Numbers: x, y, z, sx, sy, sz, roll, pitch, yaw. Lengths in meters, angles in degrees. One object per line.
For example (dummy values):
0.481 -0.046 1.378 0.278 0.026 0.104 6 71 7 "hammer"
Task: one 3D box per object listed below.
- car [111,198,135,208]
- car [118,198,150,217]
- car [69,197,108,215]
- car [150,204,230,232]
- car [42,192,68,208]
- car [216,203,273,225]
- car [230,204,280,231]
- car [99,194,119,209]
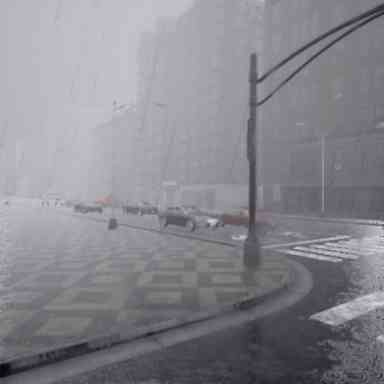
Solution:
-10.772 1.675 51.642 1.837 1.490 4.892 1 -1 -35 "car"
-5.034 1.541 32.344 1.882 1.535 5.008 1 0 -36 "car"
-10.967 1.519 35.024 1.882 1.535 5.008 1 0 -36 "car"
-0.275 1.493 20.184 2.128 1.511 4.902 1 0 -36 "car"
-20.083 0.953 47.832 2.150 2.045 5.566 1 -1 -36 "car"
3.976 1.642 25.719 1.994 1.385 4.181 1 -1 -36 "car"
3.287 1.561 20.794 1.812 1.442 4.674 1 0 -36 "car"
-12.403 1.356 48.374 2.150 2.045 5.566 1 0 -35 "car"
